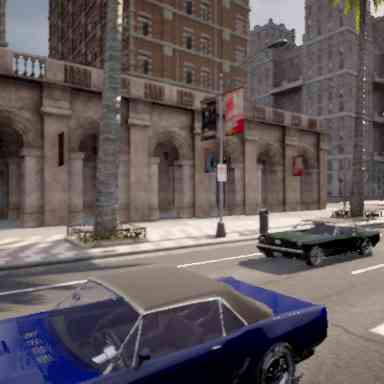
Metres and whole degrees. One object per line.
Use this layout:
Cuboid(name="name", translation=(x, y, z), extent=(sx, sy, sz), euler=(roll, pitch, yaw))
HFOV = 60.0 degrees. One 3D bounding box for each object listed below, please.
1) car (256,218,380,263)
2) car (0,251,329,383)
Cuboid(name="car", translation=(4.412, 1.590, 11.423), extent=(4.718, 1.301, 1.895), euler=(0, 0, -36))
Cuboid(name="car", translation=(-0.714, 1.598, 3.474), extent=(4.718, 1.301, 1.895), euler=(0, 0, -36))
